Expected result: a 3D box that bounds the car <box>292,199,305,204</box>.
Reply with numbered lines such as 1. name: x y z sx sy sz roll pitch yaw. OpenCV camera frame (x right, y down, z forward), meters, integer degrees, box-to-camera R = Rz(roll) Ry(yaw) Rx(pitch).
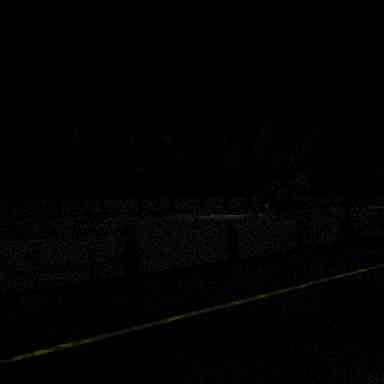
1. car: 8.790 0.975 31.634 4.902 1.511 2.128 0 1 -36
